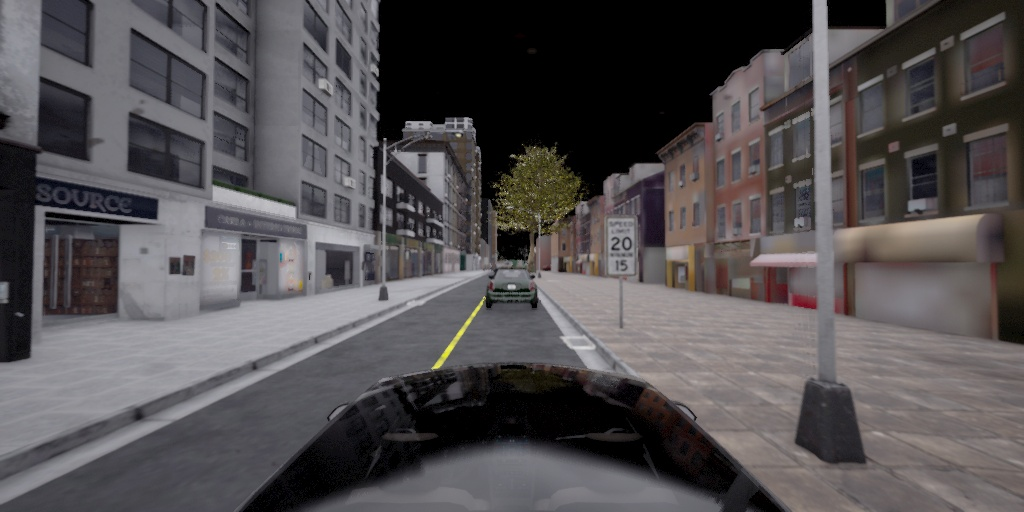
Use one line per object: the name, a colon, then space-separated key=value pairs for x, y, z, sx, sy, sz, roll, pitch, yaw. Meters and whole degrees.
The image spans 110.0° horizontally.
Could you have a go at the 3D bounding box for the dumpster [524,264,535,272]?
dumpster: x=2.958 y=2.168 z=61.383 sx=1.020 sy=1.700 sz=1.940 roll=0 pitch=0 yaw=0

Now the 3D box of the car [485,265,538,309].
car: x=-0.011 y=1.252 z=15.941 sx=2.097 sy=1.767 sz=4.553 roll=0 pitch=-1 yaw=0
